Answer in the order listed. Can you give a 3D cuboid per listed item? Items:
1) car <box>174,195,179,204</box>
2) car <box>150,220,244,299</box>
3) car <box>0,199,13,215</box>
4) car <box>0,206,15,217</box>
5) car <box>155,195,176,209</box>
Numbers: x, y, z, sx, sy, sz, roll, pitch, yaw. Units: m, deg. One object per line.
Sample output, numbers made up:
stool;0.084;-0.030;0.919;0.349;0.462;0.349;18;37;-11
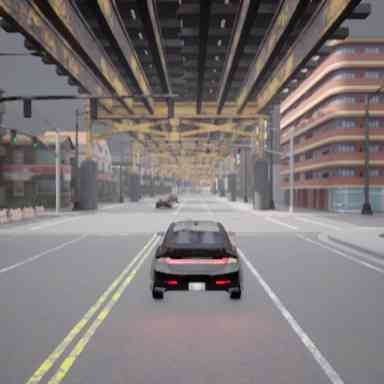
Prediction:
car;-3.327;1.288;58.678;2.033;1.411;5.357;0;0;1
car;0.105;1.456;8.319;2.128;1.511;4.902;0;0;0
car;-16.709;1.187;25.999;4.536;1.218;1.853;0;0;-20
car;-16.660;1.345;26.017;4.974;1.542;2.038;0;0;-20
car;-3.430;1.428;41.460;1.895;1.301;4.718;0;0;1
